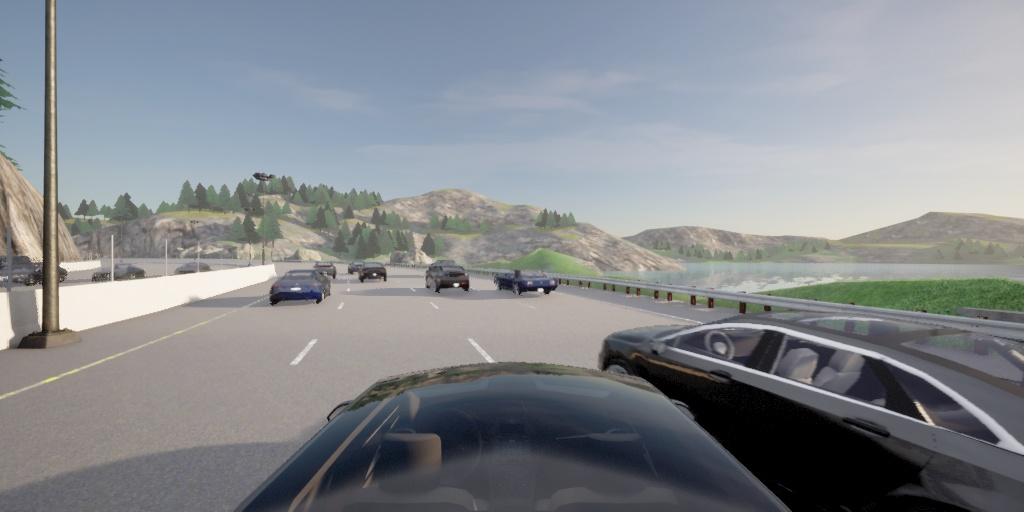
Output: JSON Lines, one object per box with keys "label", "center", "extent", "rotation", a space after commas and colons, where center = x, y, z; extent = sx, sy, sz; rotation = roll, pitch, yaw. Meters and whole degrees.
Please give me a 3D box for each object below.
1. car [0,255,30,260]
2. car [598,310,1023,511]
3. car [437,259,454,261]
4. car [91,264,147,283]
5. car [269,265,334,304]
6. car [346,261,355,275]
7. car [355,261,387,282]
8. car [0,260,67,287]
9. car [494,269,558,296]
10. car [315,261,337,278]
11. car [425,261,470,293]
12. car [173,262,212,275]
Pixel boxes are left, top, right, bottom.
{"label": "car", "center": [-37.383, 0.970, 25.738], "extent": [2.150, 2.045, 5.566], "rotation": [0, 0, -29]}
{"label": "car", "center": [2.595, 1.241, 3.213], "extent": [2.128, 1.511, 4.902], "rotation": [0, 0, -17]}
{"label": "car", "center": [-6.790, 1.103, 35.543], "extent": [2.097, 1.767, 4.553], "rotation": [0, 0, -27]}
{"label": "car", "center": [-30.787, 1.314, 28.199], "extent": [1.994, 1.385, 4.181], "rotation": [0, 0, -28]}
{"label": "car", "center": [-9.558, 1.314, 16.429], "extent": [1.994, 1.385, 4.181], "rotation": [0, 0, -22]}
{"label": "car", "center": [-17.254, 1.276, 40.199], "extent": [1.812, 1.442, 4.674], "rotation": [0, 0, -29]}
{"label": "car", "center": [-11.328, 1.228, 28.975], "extent": [1.882, 1.535, 5.008], "rotation": [0, 0, -26]}
{"label": "car", "center": [-32.631, 1.241, 24.226], "extent": [2.128, 1.511, 4.902], "rotation": [0, 0, -28]}
{"label": "car", "center": [0.567, 1.351, 19.467], "extent": [1.895, 1.301, 4.718], "rotation": [0, 0, -22]}
{"label": "car", "center": [-17.313, 1.241, 33.078], "extent": [2.128, 1.511, 4.902], "rotation": [0, 0, -27]}
{"label": "car", "center": [-3.846, 1.254, 20.938], "extent": [1.837, 1.490, 4.892], "rotation": [0, 0, -23]}
{"label": "car", "center": [-29.769, 1.298, 33.614], "extent": [2.033, 1.411, 5.357], "rotation": [0, 0, -30]}
